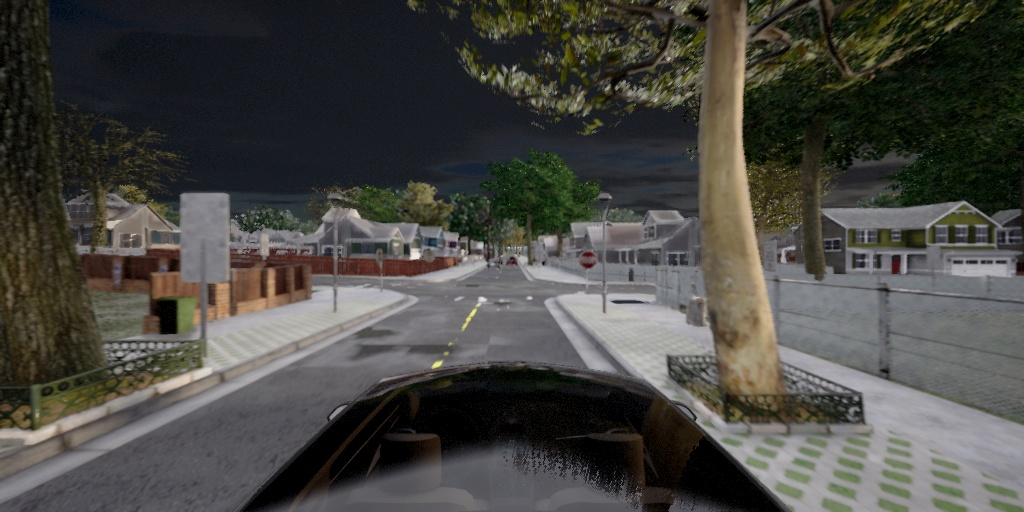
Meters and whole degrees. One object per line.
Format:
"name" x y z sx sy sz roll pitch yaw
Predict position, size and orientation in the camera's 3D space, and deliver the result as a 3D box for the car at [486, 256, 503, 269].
"car" -2.818 1.102 54.703 2.128 1.511 4.902 0 0 0
